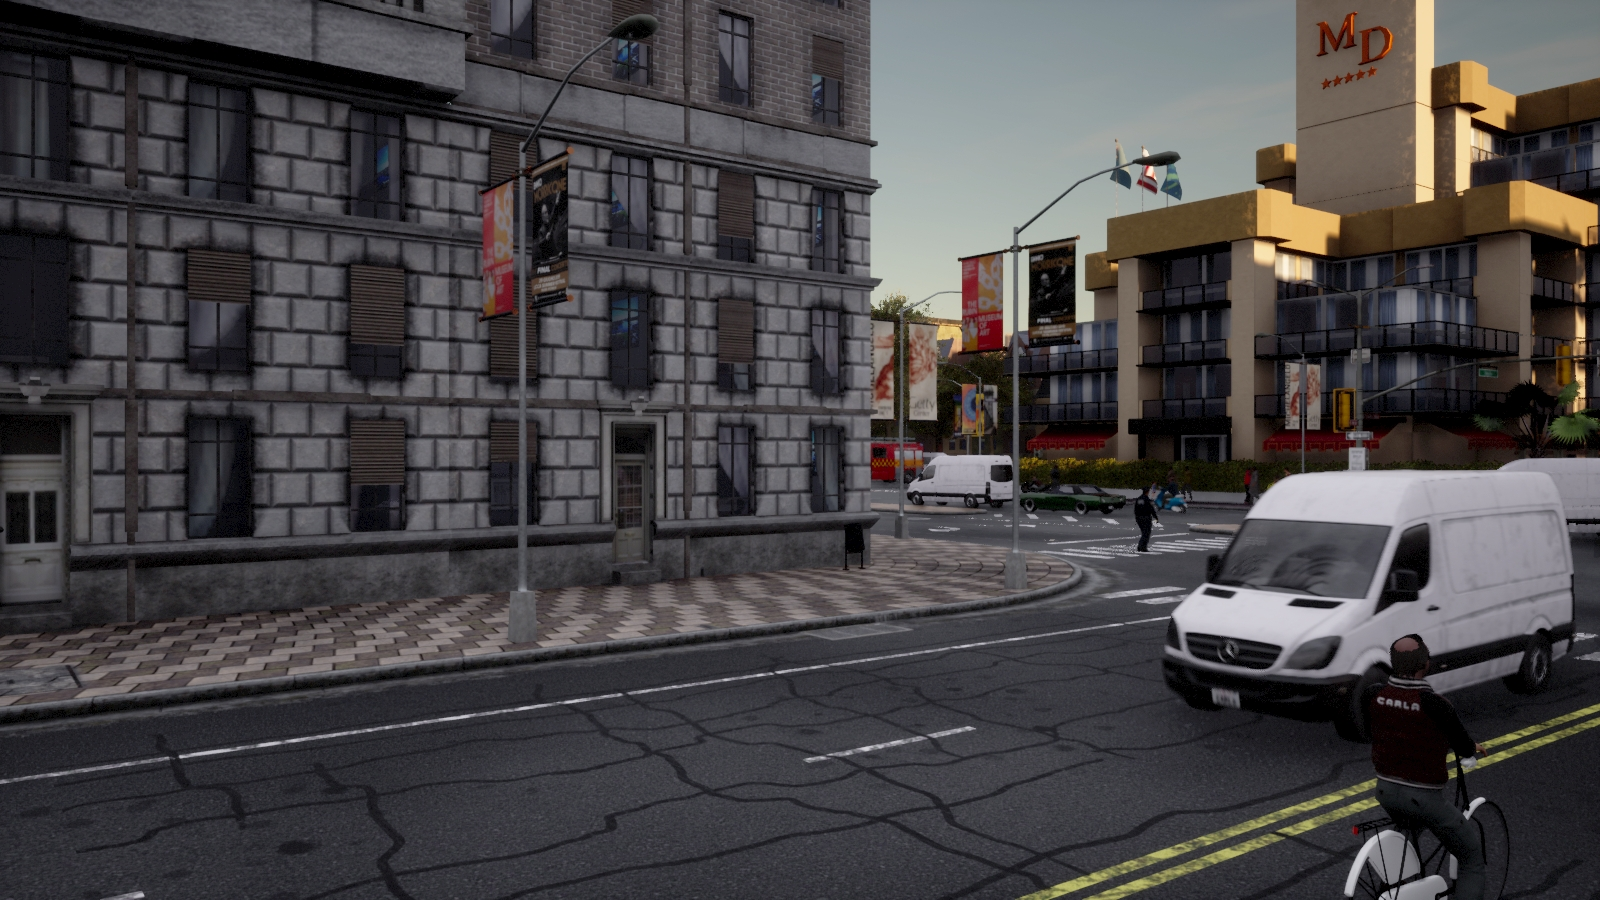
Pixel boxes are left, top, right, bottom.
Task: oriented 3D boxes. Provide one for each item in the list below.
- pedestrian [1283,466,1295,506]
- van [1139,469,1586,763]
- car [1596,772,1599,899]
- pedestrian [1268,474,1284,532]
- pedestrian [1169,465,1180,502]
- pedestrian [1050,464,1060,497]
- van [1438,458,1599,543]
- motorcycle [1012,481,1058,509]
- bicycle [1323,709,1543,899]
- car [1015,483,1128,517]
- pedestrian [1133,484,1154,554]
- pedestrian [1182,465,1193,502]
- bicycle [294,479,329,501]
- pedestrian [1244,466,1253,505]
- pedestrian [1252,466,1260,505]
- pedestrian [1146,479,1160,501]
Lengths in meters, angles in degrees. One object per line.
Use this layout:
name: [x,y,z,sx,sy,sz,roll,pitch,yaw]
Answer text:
pedestrian: [22.926,1.696,53.582,0.375,1.860,0.375,0,0,-37]
van: [6.505,1.534,12.838,5.915,2.561,1.988,0,0,-36]
car: [4.999,1.754,3.274,6.274,2.098,2.390,0,0,-34]
pedestrian: [15.356,1.705,36.850,0.375,1.860,0.375,0,0,44]
pedestrian: [19.039,1.696,58.122,0.375,1.860,0.375,0,0,-35]
pedestrian: [14.398,1.698,64.551,0.375,1.860,0.375,0,0,-37]
van: [23.576,1.534,36.095,5.915,2.561,1.988,0,0,28]
motorcycle: [11.638,2.205,56.541,0.867,1.251,2.209,0,0,-37]
bicycle: [3.626,2.210,6.476,1.835,1.171,0.329,0,0,-35]
car: [11.885,2.155,50.351,1.895,1.301,4.718,0,0,-37]
pedestrian: [9.271,1.849,30.840,0.375,1.860,0.375,0,0,-38]
pedestrian: [19.465,1.698,57.453,0.375,1.860,0.375,0,0,-34]
bicycle: [-27.365,2.246,63.980,1.835,1.171,0.329,-1,-6,9]
pedestrian: [21.705,1.696,55.264,0.375,1.860,0.375,0,0,27]
pedestrian: [21.816,1.696,54.638,0.375,1.860,0.375,0,0,23]
pedestrian: [18.294,2.076,59.211,0.500,1.100,0.500,0,0,-35]
